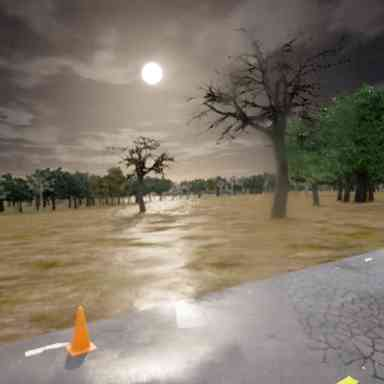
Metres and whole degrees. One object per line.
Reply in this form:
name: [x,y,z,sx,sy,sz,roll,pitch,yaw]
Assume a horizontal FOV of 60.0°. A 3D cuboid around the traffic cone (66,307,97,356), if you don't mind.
traffic cone: [-1.573,1.926,4.711,0.340,0.580,0.340,-2,1,-36]
